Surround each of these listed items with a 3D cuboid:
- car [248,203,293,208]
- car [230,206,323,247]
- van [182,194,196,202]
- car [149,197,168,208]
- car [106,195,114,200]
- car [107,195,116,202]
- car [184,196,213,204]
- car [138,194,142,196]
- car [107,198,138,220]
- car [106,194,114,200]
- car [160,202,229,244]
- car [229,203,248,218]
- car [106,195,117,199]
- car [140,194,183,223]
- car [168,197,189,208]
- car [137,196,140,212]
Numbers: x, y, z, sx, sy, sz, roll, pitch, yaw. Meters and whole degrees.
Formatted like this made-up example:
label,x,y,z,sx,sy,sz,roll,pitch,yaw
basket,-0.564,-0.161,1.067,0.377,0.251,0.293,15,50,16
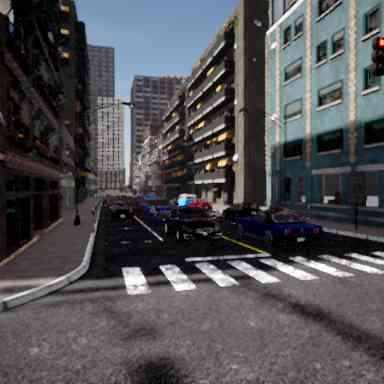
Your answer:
label,x,y,z,sx,sy,sz,roll,pitch,yaw
car,5.049,1.465,18.979,1.802,1.307,4.206,-1,0,-15
car,3.566,1.507,14.752,1.895,1.301,4.718,0,0,-15
van,-0.555,1.178,40.350,1.690,1.788,3.998,-1,0,-15
car,-4.640,1.404,45.762,1.994,1.385,4.181,0,0,-15
car,-21.263,1.368,86.326,1.947,1.339,4.313,-1,0,-15
car,-17.021,1.353,70.133,1.752,1.417,4.829,-1,0,-15
car,0.848,1.393,35.008,1.887,1.381,4.507,-1,0,-15
car,-14.553,1.295,93.780,2.008,1.369,4.403,-1,0,-15
car,-5.862,1.475,27.552,1.947,1.339,4.313,-1,0,-15
car,-22.664,1.338,91.669,1.887,1.381,4.507,-1,0,-15
car,-0.077,1.427,15.702,1.837,1.490,4.892,0,0,-14
car,3.648,1.437,24.322,1.947,1.339,4.313,-1,0,-15
car,-10.063,1.421,43.582,1.887,1.381,4.507,-1,0,-15
car,-2.360,1.254,24.437,2.097,1.767,4.553,0,0,-15
car,-1.952,1.392,45.694,1.947,1.339,4.313,-1,0,-15
car,-4.886,1.445,34.089,1.994,1.385,4.181,0,0,-15
